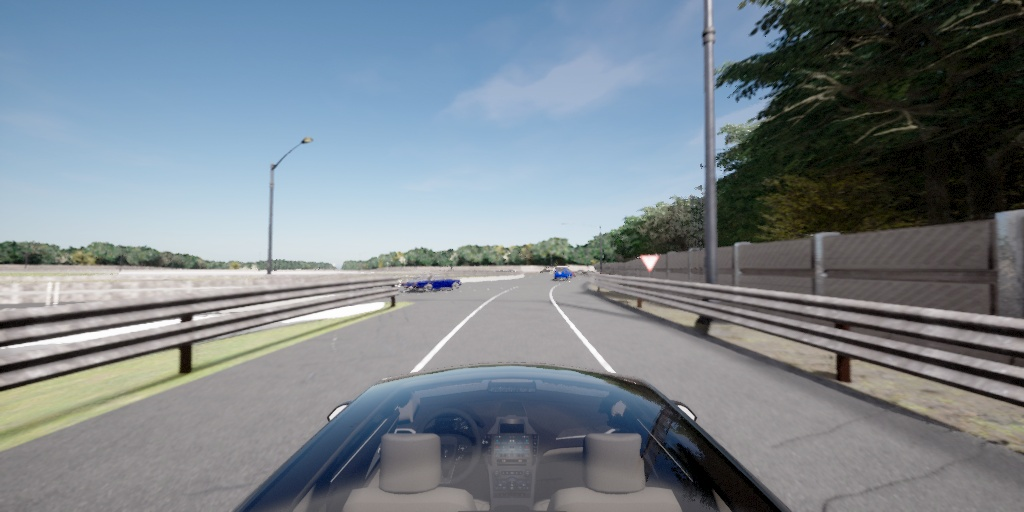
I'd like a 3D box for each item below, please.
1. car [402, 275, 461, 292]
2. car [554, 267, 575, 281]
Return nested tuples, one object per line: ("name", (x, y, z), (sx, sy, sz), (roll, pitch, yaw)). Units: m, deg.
("car", (-6.143, 2.104, 28.096), (1.895, 1.301, 4.718), (-1, -3, 35))
("car", (8.022, 2.824, 56.522), (2.150, 2.045, 5.566), (0, -2, 18))
